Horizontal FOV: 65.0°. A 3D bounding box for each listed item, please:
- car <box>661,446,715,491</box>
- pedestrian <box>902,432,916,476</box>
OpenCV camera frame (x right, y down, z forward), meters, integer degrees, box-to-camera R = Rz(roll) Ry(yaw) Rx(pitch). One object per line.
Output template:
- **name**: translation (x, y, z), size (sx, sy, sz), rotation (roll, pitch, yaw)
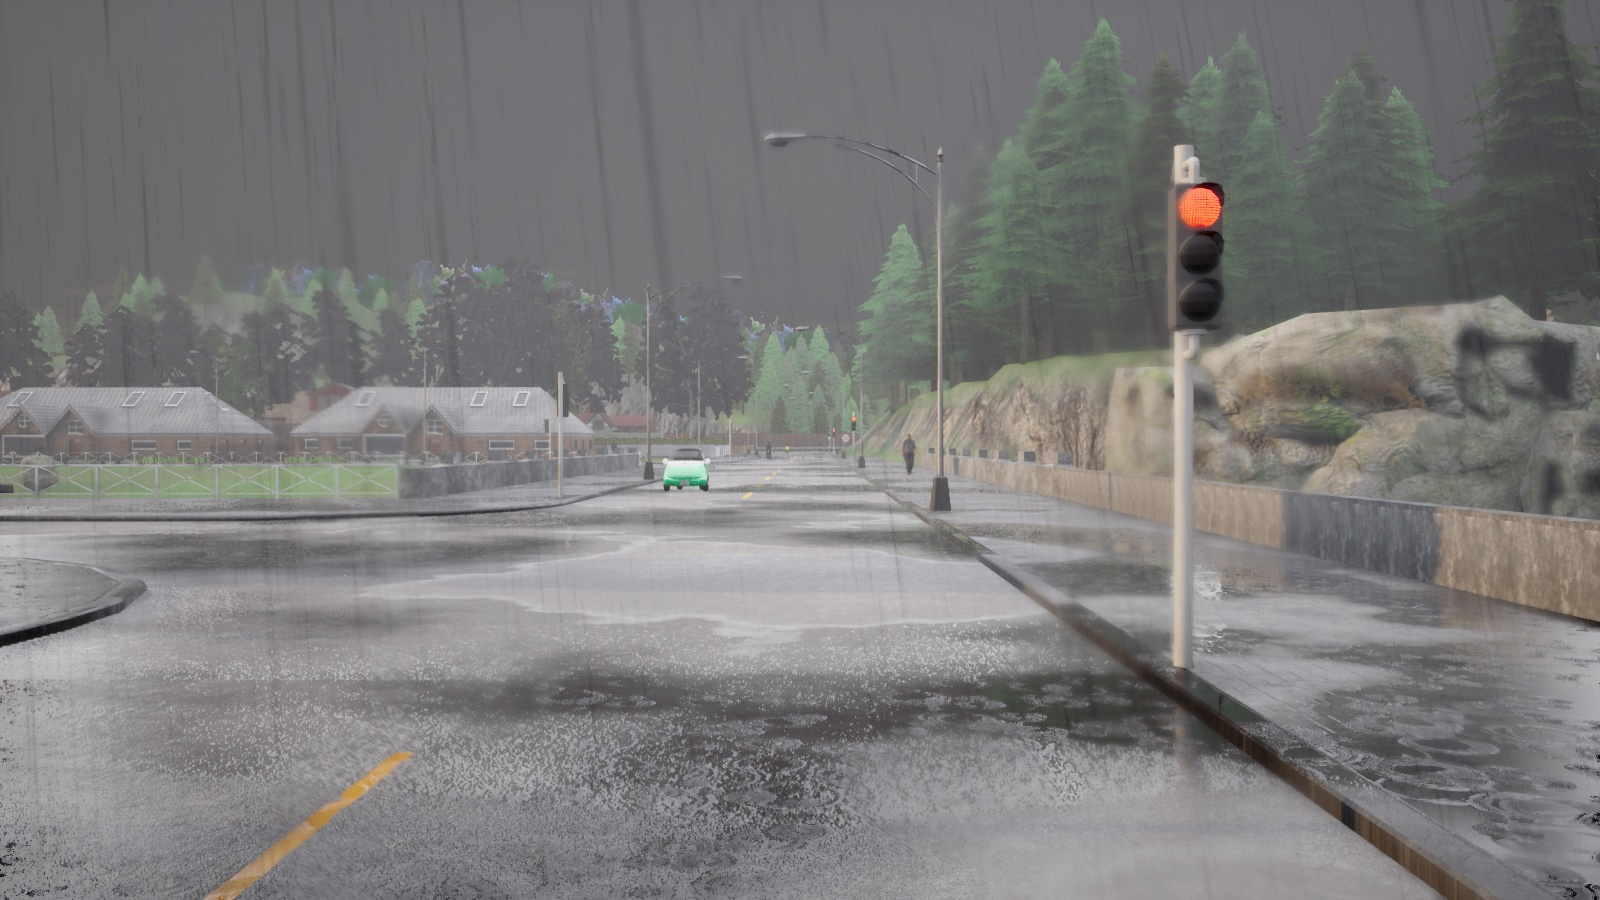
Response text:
- **car**: translation (-3.512, 0.575, 39.511), size (1.481, 1.376, 2.207), rotation (0, 0, 1)
- **pedestrian**: translation (4.626, 0.160, 53.142), size (0.540, 1.848, 0.694), rotation (0, 0, 2)
